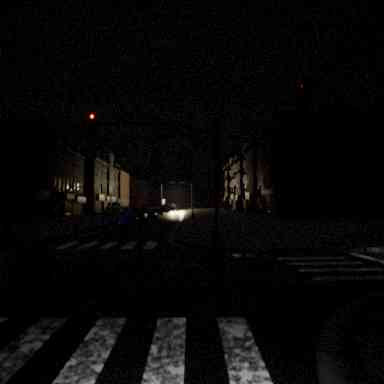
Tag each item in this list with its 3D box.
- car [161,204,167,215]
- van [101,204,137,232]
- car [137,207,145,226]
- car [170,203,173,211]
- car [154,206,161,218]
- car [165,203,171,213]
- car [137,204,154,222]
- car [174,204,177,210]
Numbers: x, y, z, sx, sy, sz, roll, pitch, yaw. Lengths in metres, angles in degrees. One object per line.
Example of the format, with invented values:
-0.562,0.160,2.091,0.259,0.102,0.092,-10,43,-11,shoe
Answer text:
-5.554,3.036,53.963,1.802,1.307,4.206,2,-2,0,car
-5.429,1.905,24.517,1.690,1.788,3.998,2,-2,0,van
-5.448,2.211,27.829,2.008,1.369,4.403,2,-2,0,car
-5.615,3.419,69.830,1.967,1.590,4.097,1,-2,0,car
-5.510,2.667,43.388,1.887,1.381,4.507,2,-2,0,car
-5.596,3.345,64.539,1.887,1.381,4.507,1,-2,0,car
-5.461,2.120,32.819,2.192,1.841,5.009,2,-2,0,car
-5.682,4.086,85.687,2.008,1.369,4.403,1,-2,0,car
